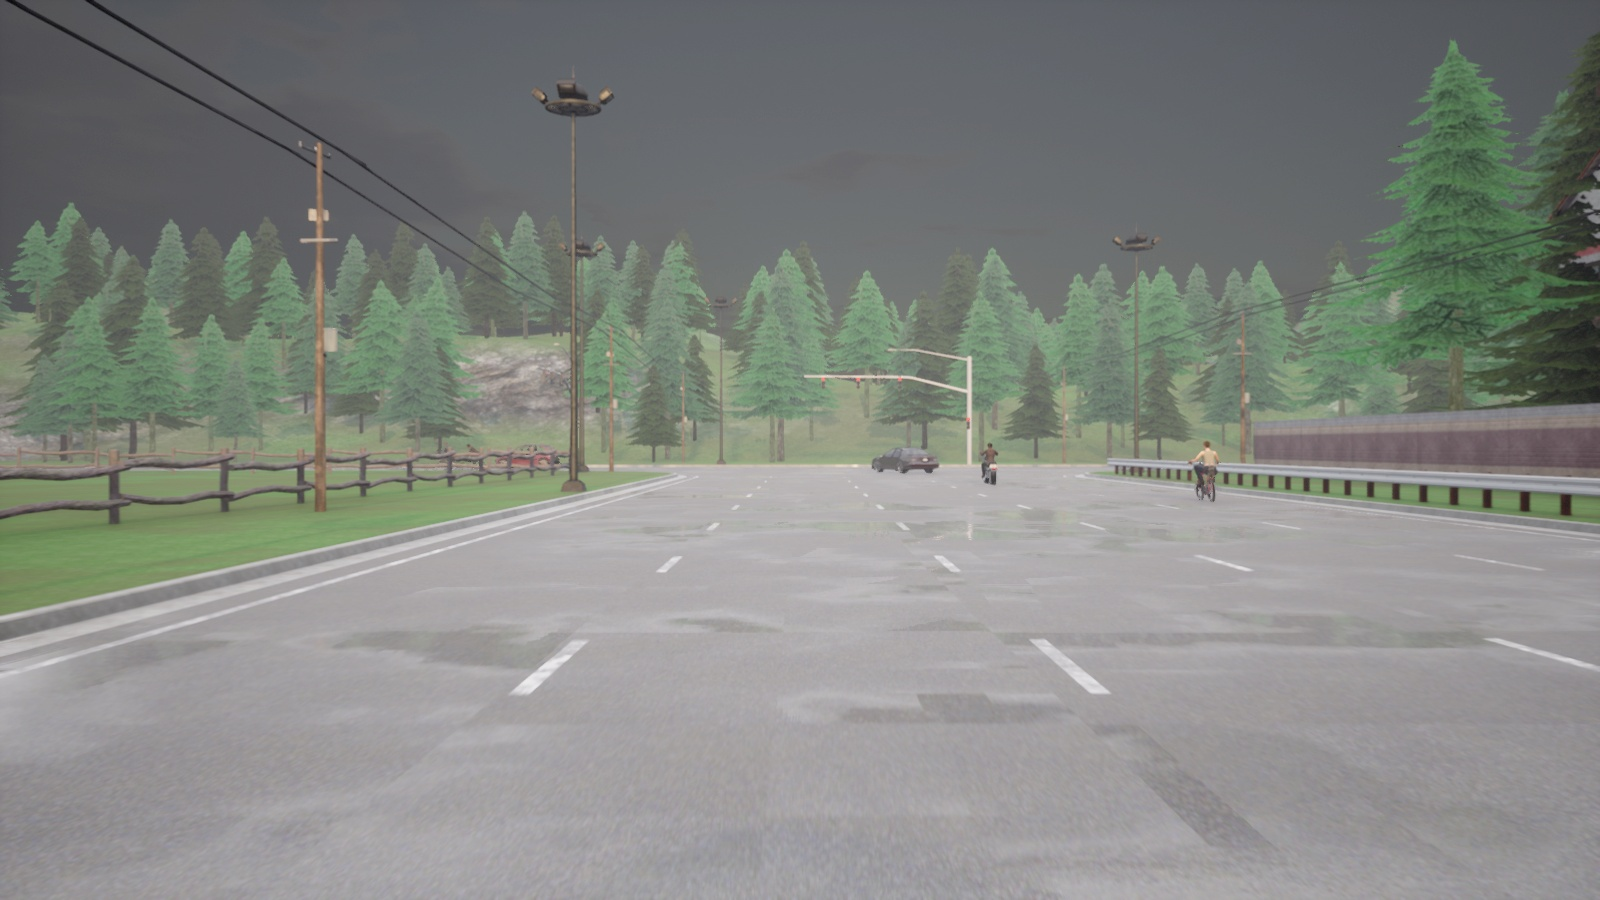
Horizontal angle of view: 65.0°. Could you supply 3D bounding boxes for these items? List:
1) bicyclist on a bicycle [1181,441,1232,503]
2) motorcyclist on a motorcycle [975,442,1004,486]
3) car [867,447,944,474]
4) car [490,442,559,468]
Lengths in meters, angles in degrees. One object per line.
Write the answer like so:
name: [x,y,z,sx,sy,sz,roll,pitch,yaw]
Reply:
bicyclist on a bicycle: [10.701,0.564,33.083,0.866,1.612,1.509,0,0,1]
motorcyclist on a motorcycle: [7.293,0.516,48.379,0.766,1.649,2.350,0,0,0]
car: [5.622,0.535,67.972,2.033,1.411,5.357,0,0,-21]
car: [-17.963,0.313,81.899,3.988,1.617,1.851,0,0,6]
